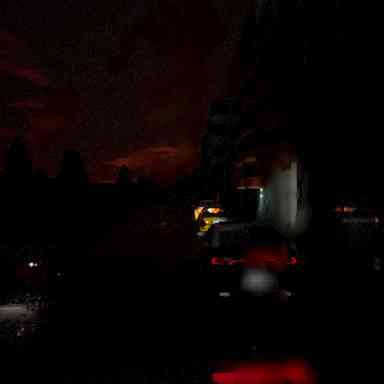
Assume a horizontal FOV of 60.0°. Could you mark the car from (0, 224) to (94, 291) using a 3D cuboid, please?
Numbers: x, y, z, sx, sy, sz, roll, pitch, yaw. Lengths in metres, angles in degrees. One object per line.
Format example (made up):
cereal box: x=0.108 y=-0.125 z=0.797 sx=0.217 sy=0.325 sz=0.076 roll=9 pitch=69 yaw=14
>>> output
car: x=-4.100 y=1.564 z=8.873 sx=1.994 sy=1.385 sz=4.181 roll=0 pitch=0 yaw=0

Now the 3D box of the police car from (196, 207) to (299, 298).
police car: x=1.188 y=1.420 z=8.673 sx=1.930 sy=1.638 sz=5.238 roll=0 pitch=0 yaw=0

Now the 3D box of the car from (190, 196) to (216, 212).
car: x=1.147 y=1.300 z=24.532 sx=2.097 sy=1.767 sz=4.553 roll=-3 pitch=0 yaw=0

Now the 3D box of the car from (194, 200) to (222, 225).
car: x=1.200 y=1.456 z=18.751 sx=1.801 sy=1.575 sz=5.366 roll=0 pitch=0 yaw=0

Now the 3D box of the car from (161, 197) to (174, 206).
car: x=-3.999 y=1.547 z=54.927 sx=2.033 sy=1.411 sz=5.357 roll=0 pitch=0 yaw=0

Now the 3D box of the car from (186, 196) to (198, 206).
car: x=0.000 y=1.505 z=56.686 sx=1.837 sy=1.490 sz=4.892 roll=0 pitch=0 yaw=0

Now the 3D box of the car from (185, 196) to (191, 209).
car: x=0.025 y=1.491 z=44.505 sx=2.128 sy=1.511 sz=4.902 roll=0 pitch=0 yaw=1
